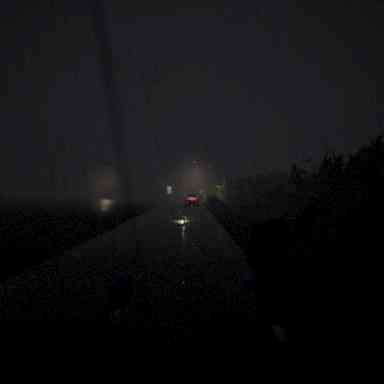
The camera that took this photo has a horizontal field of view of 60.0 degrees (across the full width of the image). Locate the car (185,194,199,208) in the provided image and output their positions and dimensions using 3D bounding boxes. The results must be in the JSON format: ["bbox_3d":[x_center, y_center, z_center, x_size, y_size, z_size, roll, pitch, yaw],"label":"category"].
[{"bbox_3d":[-0.007,1.337,43.841,1.895,1.301,4.718,0,0,0],"label":"car"}]

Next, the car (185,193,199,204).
[{"bbox_3d":[-0.009,1.030,53.861,2.097,1.767,4.553,0,0,0],"label":"car"}]
